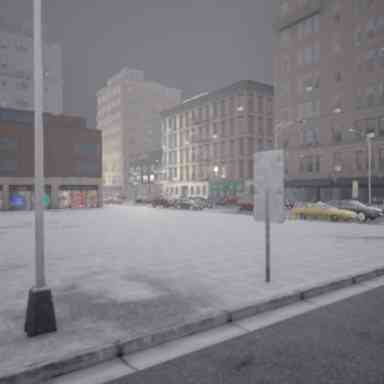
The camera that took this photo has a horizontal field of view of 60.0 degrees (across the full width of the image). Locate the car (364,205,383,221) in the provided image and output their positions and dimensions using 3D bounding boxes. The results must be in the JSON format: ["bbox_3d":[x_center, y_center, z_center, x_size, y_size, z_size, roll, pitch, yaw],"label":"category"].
[{"bbox_3d":[12.171,1.368,25.896,1.837,1.490,4.892,-1,0,-37],"label":"car"}]

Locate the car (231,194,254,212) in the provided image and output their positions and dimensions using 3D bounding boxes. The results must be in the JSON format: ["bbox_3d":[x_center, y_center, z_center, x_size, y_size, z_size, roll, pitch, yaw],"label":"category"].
[{"bbox_3d":[6.558,1.212,33.794,2.097,1.767,4.553,-1,0,-35],"label":"car"}]

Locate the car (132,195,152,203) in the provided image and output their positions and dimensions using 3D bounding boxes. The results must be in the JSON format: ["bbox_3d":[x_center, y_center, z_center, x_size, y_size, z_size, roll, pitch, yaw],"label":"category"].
[{"bbox_3d":[-10.041,1.345,66.566,2.008,1.369,4.403,-1,0,-35],"label":"car"}]

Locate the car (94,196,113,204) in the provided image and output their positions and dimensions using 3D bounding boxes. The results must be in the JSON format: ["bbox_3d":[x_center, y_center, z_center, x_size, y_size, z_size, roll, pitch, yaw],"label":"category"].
[{"bbox_3d":[-16.479,1.404,61.773,1.752,1.417,4.829,-1,0,-35],"label":"car"}]

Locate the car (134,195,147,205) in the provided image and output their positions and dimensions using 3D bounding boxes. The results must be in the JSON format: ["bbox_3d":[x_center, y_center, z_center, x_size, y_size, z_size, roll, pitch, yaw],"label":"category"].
[{"bbox_3d":[-7.676,1.332,53.949,1.882,1.535,5.008,-1,0,-35],"label":"car"}]

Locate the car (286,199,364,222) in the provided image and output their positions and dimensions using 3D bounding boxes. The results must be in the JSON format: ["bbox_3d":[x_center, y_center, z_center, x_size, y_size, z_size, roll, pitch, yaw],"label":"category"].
[{"bbox_3d":[9.794,1.415,24.876,1.752,1.417,4.829,-1,0,-35],"label":"car"}]

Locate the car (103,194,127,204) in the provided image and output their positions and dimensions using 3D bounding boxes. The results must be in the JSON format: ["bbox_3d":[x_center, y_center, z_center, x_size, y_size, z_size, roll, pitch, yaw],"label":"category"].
[{"bbox_3d":[-13.293,1.462,57.300,1.802,1.307,4.206,-1,0,-35],"label":"car"}]

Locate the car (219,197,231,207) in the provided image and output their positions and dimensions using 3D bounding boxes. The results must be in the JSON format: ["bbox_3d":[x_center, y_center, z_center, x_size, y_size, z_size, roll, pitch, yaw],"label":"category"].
[{"bbox_3d":[6.378,1.116,43.504,2.192,1.841,5.009,-1,0,-35],"label":"car"}]

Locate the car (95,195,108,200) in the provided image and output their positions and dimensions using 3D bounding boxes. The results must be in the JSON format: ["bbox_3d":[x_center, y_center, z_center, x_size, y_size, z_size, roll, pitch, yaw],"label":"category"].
[{"bbox_3d":[-23.177,1.357,85.014,1.947,1.339,4.313,-1,0,-35],"label":"car"}]

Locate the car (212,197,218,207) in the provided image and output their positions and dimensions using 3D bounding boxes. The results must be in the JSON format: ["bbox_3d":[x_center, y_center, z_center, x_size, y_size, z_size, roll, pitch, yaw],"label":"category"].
[{"bbox_3d":[0.708,1.363,42.026,1.837,1.490,4.892,-1,0,-35],"label":"car"}]

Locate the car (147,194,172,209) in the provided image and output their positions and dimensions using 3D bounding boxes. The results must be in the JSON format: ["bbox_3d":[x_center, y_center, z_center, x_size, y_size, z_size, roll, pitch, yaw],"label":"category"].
[{"bbox_3d":[-3.443,1.199,43.462,2.192,1.841,5.009,-1,0,-35],"label":"car"}]

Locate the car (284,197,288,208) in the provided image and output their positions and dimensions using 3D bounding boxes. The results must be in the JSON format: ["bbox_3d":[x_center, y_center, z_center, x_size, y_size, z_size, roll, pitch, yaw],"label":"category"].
[{"bbox_3d":[9.664,1.242,38.892,1.967,1.590,4.097,-1,0,-35],"label":"car"}]

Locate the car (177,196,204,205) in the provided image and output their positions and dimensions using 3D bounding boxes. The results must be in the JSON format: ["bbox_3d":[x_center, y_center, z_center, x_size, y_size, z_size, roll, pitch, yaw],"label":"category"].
[{"bbox_3d":[-0.287,1.323,52.868,1.752,1.417,4.829,-1,0,-35],"label":"car"}]

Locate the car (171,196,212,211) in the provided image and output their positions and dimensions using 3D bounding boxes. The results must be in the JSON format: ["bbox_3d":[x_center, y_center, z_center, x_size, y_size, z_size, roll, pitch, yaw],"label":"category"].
[{"bbox_3d":[-0.157,1.436,38.851,2.008,1.369,4.403,-1,0,-35],"label":"car"}]
